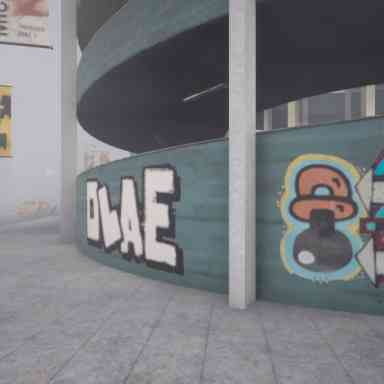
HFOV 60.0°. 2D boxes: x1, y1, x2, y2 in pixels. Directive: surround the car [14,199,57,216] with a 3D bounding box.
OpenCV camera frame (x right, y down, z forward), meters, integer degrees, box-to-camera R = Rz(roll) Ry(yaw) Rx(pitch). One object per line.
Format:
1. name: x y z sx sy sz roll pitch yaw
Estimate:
1. car: -15.355 1.461 33.132 1.801 1.575 5.366 0 0 6
